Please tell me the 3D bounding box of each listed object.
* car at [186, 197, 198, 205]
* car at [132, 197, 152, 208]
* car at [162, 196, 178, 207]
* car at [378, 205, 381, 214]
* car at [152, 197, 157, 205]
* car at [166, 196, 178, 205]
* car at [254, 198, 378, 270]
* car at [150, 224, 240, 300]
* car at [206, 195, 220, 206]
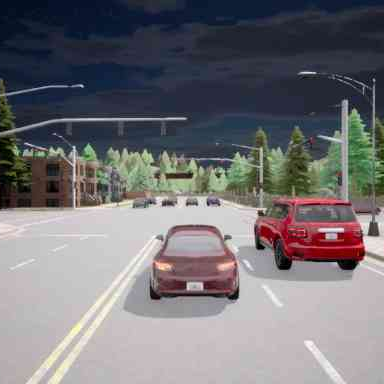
[{"bbox_3d":[0.001,1.564,57.186,1.994,1.385,4.181,0,0,0],"label":"car"},{"bbox_3d":[-7.165,1.505,46.954,1.837,1.490,4.892,0,0,0],"label":"car"},{"bbox_3d":[-3.648,1.601,51.734,1.895,1.301,4.718,0,0,0],"label":"car"},{"bbox_3d":[16.062,1.564,32.530,4.181,1.385,1.994,0,0,0],"label":"car"},{"bbox_3d":[-7.176,1.547,57.551,2.033,1.411,5.357,0,0,0],"label":"car"},{"bbox_3d":[-3.653,1.504,62.020,1.837,1.490,4.892,0,0,0],"label":"car"},{"bbox_3d":[3.557,1.221,11.146,2.150,2.045,5.566,0,0,0],"label":"car"},{"bbox_3d":[0.049,1.526,8.266,1.812,1.442,4.674,0,0,0],"label":"car"},{"bbox_3d":[3.502,1.352,56.193,2.097,1.767,4.553,0,0,0],"label":"car"}]
